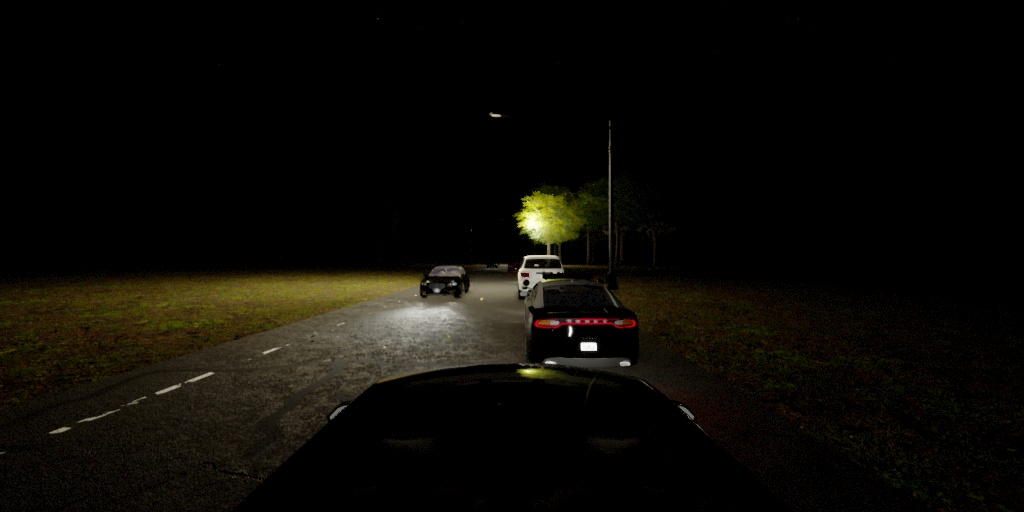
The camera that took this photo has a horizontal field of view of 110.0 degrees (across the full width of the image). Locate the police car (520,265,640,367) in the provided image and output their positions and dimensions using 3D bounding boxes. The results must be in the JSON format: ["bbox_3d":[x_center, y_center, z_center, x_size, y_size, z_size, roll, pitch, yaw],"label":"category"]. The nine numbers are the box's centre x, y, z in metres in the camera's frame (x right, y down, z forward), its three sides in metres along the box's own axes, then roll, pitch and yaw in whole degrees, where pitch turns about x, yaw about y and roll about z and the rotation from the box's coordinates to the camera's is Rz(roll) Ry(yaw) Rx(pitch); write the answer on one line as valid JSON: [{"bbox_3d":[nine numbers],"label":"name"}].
[{"bbox_3d":[1.216,1.175,8.025,1.930,1.638,5.238,0,0,1],"label":"police car"}]

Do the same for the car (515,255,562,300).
[{"bbox_3d":[1.382,0.987,17.970,2.150,2.045,5.566,0,0,1],"label":"car"}]

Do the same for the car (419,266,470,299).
[{"bbox_3d":[-3.274,1.255,18.181,2.128,1.511,4.902,0,0,1],"label":"car"}]

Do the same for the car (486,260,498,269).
[{"bbox_3d":[-3.347,1.411,61.166,2.033,1.411,5.357,0,0,-1],"label":"car"}]

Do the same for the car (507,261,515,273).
[{"bbox_3d":[0.460,1.340,45.235,1.812,1.442,4.674,0,0,0],"label":"car"}]
